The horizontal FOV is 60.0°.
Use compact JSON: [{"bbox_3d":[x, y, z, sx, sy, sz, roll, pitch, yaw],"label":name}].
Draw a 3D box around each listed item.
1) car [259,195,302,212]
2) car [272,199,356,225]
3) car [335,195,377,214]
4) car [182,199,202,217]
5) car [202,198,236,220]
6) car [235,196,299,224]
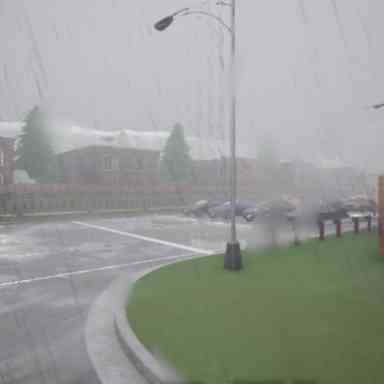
[{"bbox_3d":[9.489,1.161,35.417,5.008,1.535,1.882,-1,1,-40],"label":"car"},{"bbox_3d":[7.506,1.359,20.169,5.357,1.411,2.033,-1,1,-40],"label":"car"},{"bbox_3d":[15.813,1.258,31.563,4.181,1.385,1.994,-1,1,-39],"label":"car"},{"bbox_3d":[1.261,1.288,28.626,4.674,1.442,1.812,-1,1,-40],"label":"car"},{"bbox_3d":[3.316,1.305,25.785,4.674,1.442,1.812,-1,1,-40],"label":"car"},{"bbox_3d":[5.524,1.299,23.070,4.892,1.490,1.837,-1,1,-40],"label":"car"}]
